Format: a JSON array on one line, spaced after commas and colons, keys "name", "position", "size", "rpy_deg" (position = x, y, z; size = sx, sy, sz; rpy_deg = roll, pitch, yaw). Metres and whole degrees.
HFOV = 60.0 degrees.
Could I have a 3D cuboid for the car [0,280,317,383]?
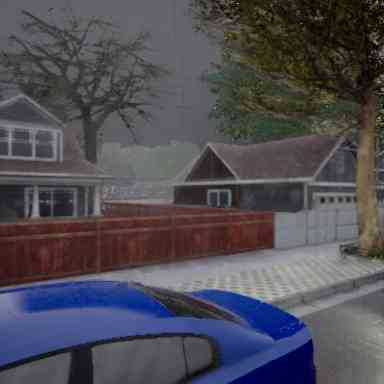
[{"name": "car", "position": [-1.245, 1.479, 2.175], "size": [5.008, 1.535, 1.882], "rpy_deg": [1, 0, -36]}]
